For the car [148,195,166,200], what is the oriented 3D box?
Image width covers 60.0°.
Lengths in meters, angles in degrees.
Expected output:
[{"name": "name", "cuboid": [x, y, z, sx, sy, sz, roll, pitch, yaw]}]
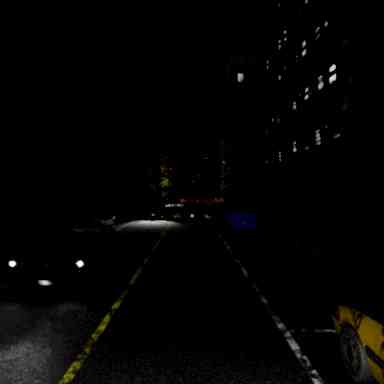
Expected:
[{"name": "car", "cuboid": [-5.760, 1.399, 52.242, 2.192, 1.841, 5.009, 0, 0, 0]}]

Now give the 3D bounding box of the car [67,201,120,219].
[{"name": "car", "cuboid": [-5.711, 1.470, 19.010, 1.967, 1.590, 4.097, 0, 0, 0]}]

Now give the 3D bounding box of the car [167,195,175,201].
[{"name": "car", "cuboid": [-5.819, 1.605, 91.013, 1.967, 1.590, 4.097, 0, 0, 0]}]

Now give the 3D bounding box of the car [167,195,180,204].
[{"name": "car", "cuboid": [-3.118, 1.604, 61.997, 1.837, 1.490, 4.892, 0, 0, 1]}]

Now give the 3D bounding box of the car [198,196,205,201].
[{"name": "car", "cuboid": [2.561, 1.711, 91.027, 2.008, 1.369, 4.403, 0, 0, 0]}]

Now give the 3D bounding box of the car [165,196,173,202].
[{"name": "car", "cuboid": [-5.810, 1.677, 85.303, 1.752, 1.417, 4.829, 0, 0, 0]}]

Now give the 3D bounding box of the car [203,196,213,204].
[{"name": "car", "cuboid": [2.916, 1.443, 59.124, 2.097, 1.767, 4.553, 0, 0, 0]}]

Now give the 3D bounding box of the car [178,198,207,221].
[{"name": "car", "cuboid": [0.026, 1.547, 27.778, 1.837, 1.490, 4.892, 0, 0, 0]}]

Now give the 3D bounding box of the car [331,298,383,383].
[{"name": "car", "cuboid": [2.693, 1.527, 2.578, 1.752, 1.417, 4.829, 0, 0, 0]}]

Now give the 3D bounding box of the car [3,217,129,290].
[{"name": "car", "cuboid": [-3.111, 1.615, 9.246, 1.895, 1.301, 4.718, 0, 0, 0]}]

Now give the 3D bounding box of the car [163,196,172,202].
[{"name": "car", "cuboid": [-5.802, 1.722, 79.935, 1.802, 1.307, 4.206, 0, 0, 0]}]

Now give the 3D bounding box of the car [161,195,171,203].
[{"name": "car", "cuboid": [-5.794, 1.568, 74.396, 1.967, 1.590, 4.097, 0, 0, 0]}]

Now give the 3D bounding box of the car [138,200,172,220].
[{"name": "car", "cuboid": [-3.063, 1.607, 28.164, 1.994, 1.385, 4.181, 0, 0, 0]}]

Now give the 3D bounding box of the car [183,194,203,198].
[{"name": "car", "cuboid": [0.010, 1.290, 44.331, 2.150, 2.045, 5.566, 0, 0, 0]}]

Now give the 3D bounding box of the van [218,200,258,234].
[{"name": "van", "cuboid": [2.669, 1.366, 19.025, 1.690, 1.788, 3.998, 0, 0, 0]}]

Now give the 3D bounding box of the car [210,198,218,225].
[{"name": "car", "cuboid": [2.661, 1.473, 24.563, 1.967, 1.590, 4.097, 0, 0, 0]}]

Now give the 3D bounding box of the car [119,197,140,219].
[{"name": "car", "cuboid": [-5.728, 1.362, 30.087, 2.192, 1.841, 5.009, 0, 0, 0]}]
